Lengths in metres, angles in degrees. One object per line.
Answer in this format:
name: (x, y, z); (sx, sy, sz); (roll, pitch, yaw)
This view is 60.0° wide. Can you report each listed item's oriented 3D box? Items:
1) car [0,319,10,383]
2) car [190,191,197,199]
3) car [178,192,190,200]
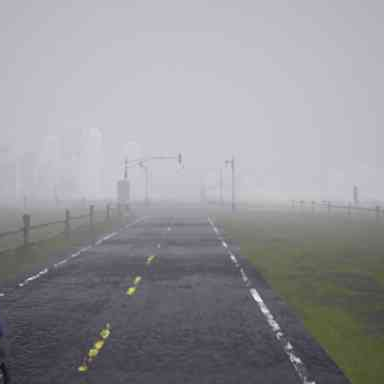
car: (-2.849, 1.348, 1.367); (2.097, 1.767, 4.553); (0, 0, 0)
car: (0.275, 1.296, 94.547); (1.837, 1.490, 4.892); (0, 0, 0)
car: (-2.494, 1.036, 91.012); (2.150, 2.045, 5.566); (0, 0, 0)
